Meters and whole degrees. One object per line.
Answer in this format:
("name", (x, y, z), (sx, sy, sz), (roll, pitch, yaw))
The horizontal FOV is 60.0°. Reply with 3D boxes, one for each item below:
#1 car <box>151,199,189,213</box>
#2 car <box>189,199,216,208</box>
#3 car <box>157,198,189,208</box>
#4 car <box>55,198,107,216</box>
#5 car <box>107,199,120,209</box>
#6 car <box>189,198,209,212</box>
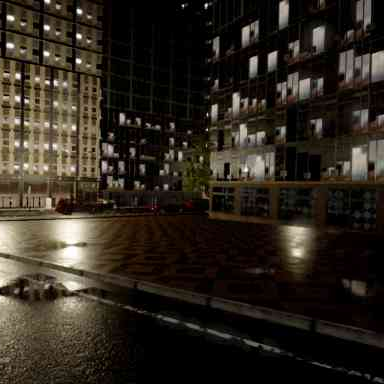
("car", (-3.130, 1.967, 43.216), (4.507, 1.381, 1.887), (1, 1, -34))
("car", (1.805, 1.873, 56.112), (4.313, 1.339, 1.947), (1, 1, -34))
("car", (-3.020, 1.786, 52.823), (4.829, 1.417, 1.752), (1, 1, -34))
("car", (-12.494, 1.646, 36.828), (5.009, 1.841, 2.192), (1, 1, -34))
("car", (-12.250, 1.722, 46.535), (4.403, 1.369, 2.008), (1, 1, -34))
("car", (1.560, 1.782, 46.404), (5.009, 1.841, 2.192), (1, 1, -34))
